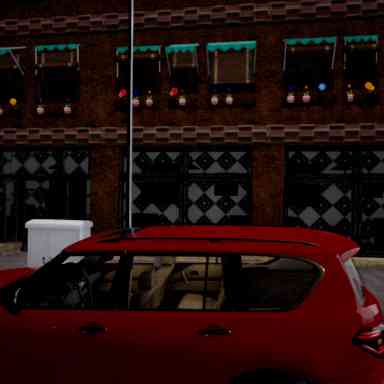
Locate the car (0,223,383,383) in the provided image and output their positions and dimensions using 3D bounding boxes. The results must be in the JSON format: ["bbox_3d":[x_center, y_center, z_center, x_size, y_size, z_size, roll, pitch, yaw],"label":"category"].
[{"bbox_3d":[-0.589,1.316,3.693,5.009,1.841,2.192,0,1,8],"label":"car"}]
